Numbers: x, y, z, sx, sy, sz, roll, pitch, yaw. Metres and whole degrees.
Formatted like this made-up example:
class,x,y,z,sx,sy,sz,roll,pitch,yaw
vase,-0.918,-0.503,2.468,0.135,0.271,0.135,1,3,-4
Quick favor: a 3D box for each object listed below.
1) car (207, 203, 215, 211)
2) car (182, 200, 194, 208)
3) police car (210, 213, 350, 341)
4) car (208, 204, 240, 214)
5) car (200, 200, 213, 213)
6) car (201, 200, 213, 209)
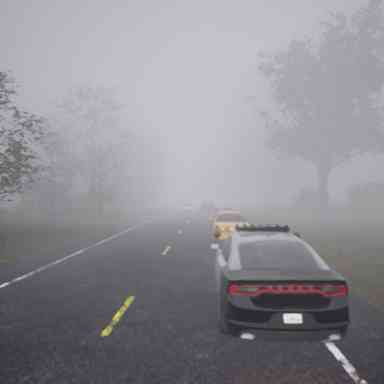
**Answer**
class,x,y,z,sx,sy,sz,roll,pitch,yaw
car,2.141,1.750,22.841,1.812,1.442,4.674,-1,-1,3
car,-0.708,2.182,61.501,1.994,1.385,4.181,-1,-1,3
police car,1.440,1.488,6.967,1.930,1.638,5.238,-1,-1,3
car,1.885,1.621,17.036,1.801,1.575,5.366,-1,-1,3
car,2.076,1.914,44.300,1.882,1.535,5.008,-1,0,3
car,2.650,2.122,58.224,1.994,1.385,4.181,-1,-1,3
